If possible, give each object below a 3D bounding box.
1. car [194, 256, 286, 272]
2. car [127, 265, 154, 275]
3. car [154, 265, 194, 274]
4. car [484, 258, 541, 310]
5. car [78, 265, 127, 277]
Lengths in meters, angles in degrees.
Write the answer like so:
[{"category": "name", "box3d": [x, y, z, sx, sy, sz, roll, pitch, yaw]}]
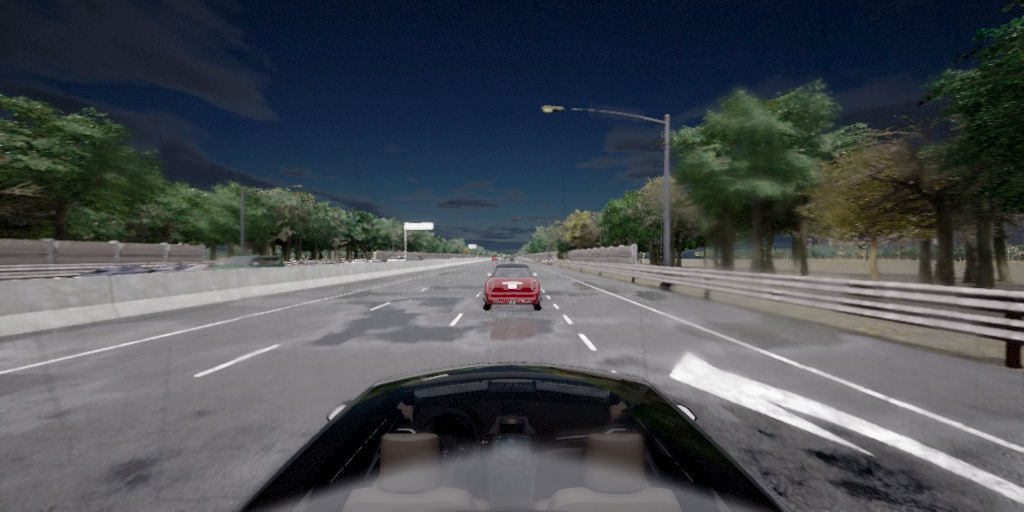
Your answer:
[{"category": "car", "box3d": [-17.588, 0.990, 23.975, 2.150, 2.045, 5.566, 0, 0, 0]}, {"category": "car", "box3d": [-24.581, 1.335, 26.038, 1.994, 1.385, 4.181, 0, 0, 0]}, {"category": "car", "box3d": [-21.085, 1.295, 24.518, 1.812, 1.442, 4.674, 0, 0, 0]}, {"category": "car", "box3d": [0.011, 1.097, 14.891, 2.097, 1.767, 4.553, 0, 0, 0]}, {"category": "car", "box3d": [-28.079, 1.334, 25.615, 1.994, 1.385, 4.181, 0, 0, 0]}]
